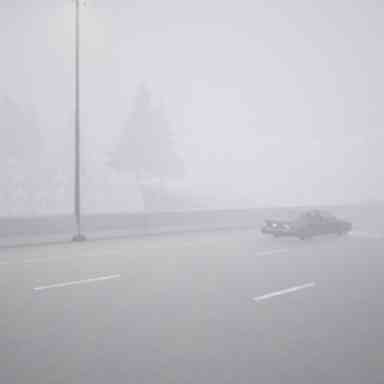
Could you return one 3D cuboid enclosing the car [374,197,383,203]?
[{"bbox_3d":[34.820,1.323,58.779,4.553,1.767,2.097,0,0,-35],"label":"car"}]

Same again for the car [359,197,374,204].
[{"bbox_3d":[32.660,1.520,61.535,4.181,1.385,1.994,0,0,-35],"label":"car"}]

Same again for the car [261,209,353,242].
[{"bbox_3d":[5.769,1.540,16.452,5.357,1.411,2.033,0,0,-36],"label":"car"}]

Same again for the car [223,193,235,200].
[{"bbox_3d":[9.300,1.090,85.010,1.837,1.490,4.892,0,2,-16],"label":"car"}]

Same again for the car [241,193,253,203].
[{"bbox_3d":[11.193,1.199,67.923,2.150,2.045,5.566,0,0,5],"label":"car"}]
